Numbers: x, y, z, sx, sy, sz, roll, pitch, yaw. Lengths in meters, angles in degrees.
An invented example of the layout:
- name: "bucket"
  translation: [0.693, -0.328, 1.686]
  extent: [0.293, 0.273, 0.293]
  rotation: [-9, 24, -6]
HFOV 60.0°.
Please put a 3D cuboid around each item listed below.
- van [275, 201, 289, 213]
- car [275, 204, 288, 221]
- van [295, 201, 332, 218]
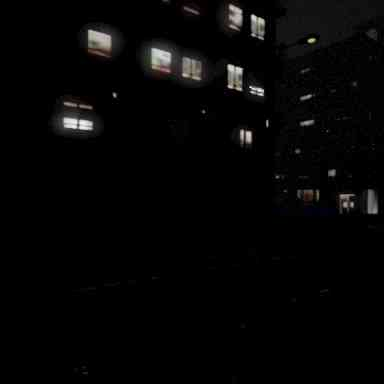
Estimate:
- name: "van"
  translation: [10.165, 1.986, 41.623]
  extent: [1.690, 1.788, 3.998]
  rotation: [-1, 0, -36]
- name: "car"
  translation: [6.741, 2.105, 32.189]
  extent: [1.802, 1.307, 4.206]
  rotation: [0, 0, -36]
- name: "van"
  translation: [13.482, 1.913, 37.108]
  extent: [1.690, 1.788, 3.998]
  rotation: [-1, 0, -36]
